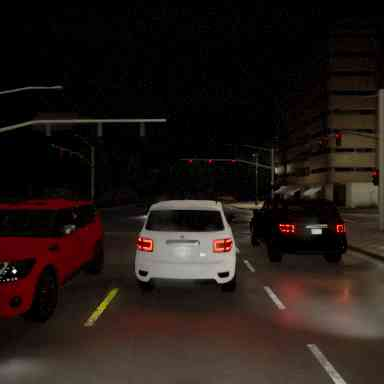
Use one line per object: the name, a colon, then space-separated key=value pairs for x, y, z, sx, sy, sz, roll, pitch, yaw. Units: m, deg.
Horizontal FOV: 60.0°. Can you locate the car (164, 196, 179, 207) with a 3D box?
car: x=-3.269 y=1.503 z=53.546 sx=1.837 sy=1.490 sz=4.892 roll=0 pitch=0 yaw=4

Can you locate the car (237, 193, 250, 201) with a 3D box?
car: x=13.073 y=1.225 z=80.741 sx=5.566 sy=2.045 sz=2.150 roll=0 pitch=0 yaw=-41

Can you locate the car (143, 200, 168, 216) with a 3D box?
car: x=-3.613 y=1.580 z=34.003 sx=2.033 sy=1.411 sz=5.357 roll=0 pitch=0 yaw=0

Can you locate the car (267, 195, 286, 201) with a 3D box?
car: x=21.840 y=1.524 z=86.259 sx=4.674 sy=1.442 sz=1.812 roll=0 pitch=0 yaw=-22

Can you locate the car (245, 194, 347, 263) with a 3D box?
car: x=3.577 y=1.221 z=12.180 sx=2.150 sy=2.045 sz=5.566 roll=0 pitch=0 yaw=0

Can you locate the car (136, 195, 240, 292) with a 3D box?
car: x=0.016 y=1.221 z=9.154 sx=2.150 sy=2.045 sz=5.566 roll=0 pitch=0 yaw=4

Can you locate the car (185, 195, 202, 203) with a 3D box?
car: x=0.322 y=1.504 z=69.649 sx=1.837 sy=1.490 sz=4.892 roll=0 pitch=0 yaw=23

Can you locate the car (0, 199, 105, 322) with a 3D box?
car: x=-3.592 y=1.221 z=7.562 sx=2.150 sy=2.045 sz=5.566 roll=0 pitch=0 yaw=0

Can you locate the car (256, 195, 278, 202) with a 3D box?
car: x=18.202 y=1.540 z=80.233 sx=5.357 sy=1.411 sz=2.033 roll=0 pitch=0 yaw=-34
